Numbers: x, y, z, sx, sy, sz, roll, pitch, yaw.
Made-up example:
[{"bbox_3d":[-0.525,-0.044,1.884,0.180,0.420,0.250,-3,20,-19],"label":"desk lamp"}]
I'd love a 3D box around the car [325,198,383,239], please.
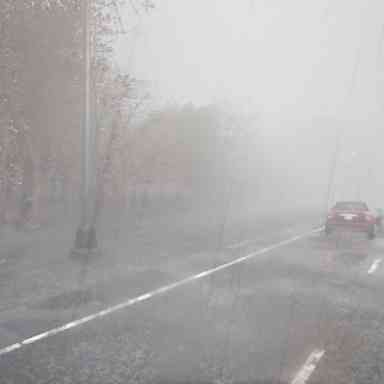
[{"bbox_3d":[8.258,1.168,16.711,2.097,1.767,4.553,1,1,35],"label":"car"}]
